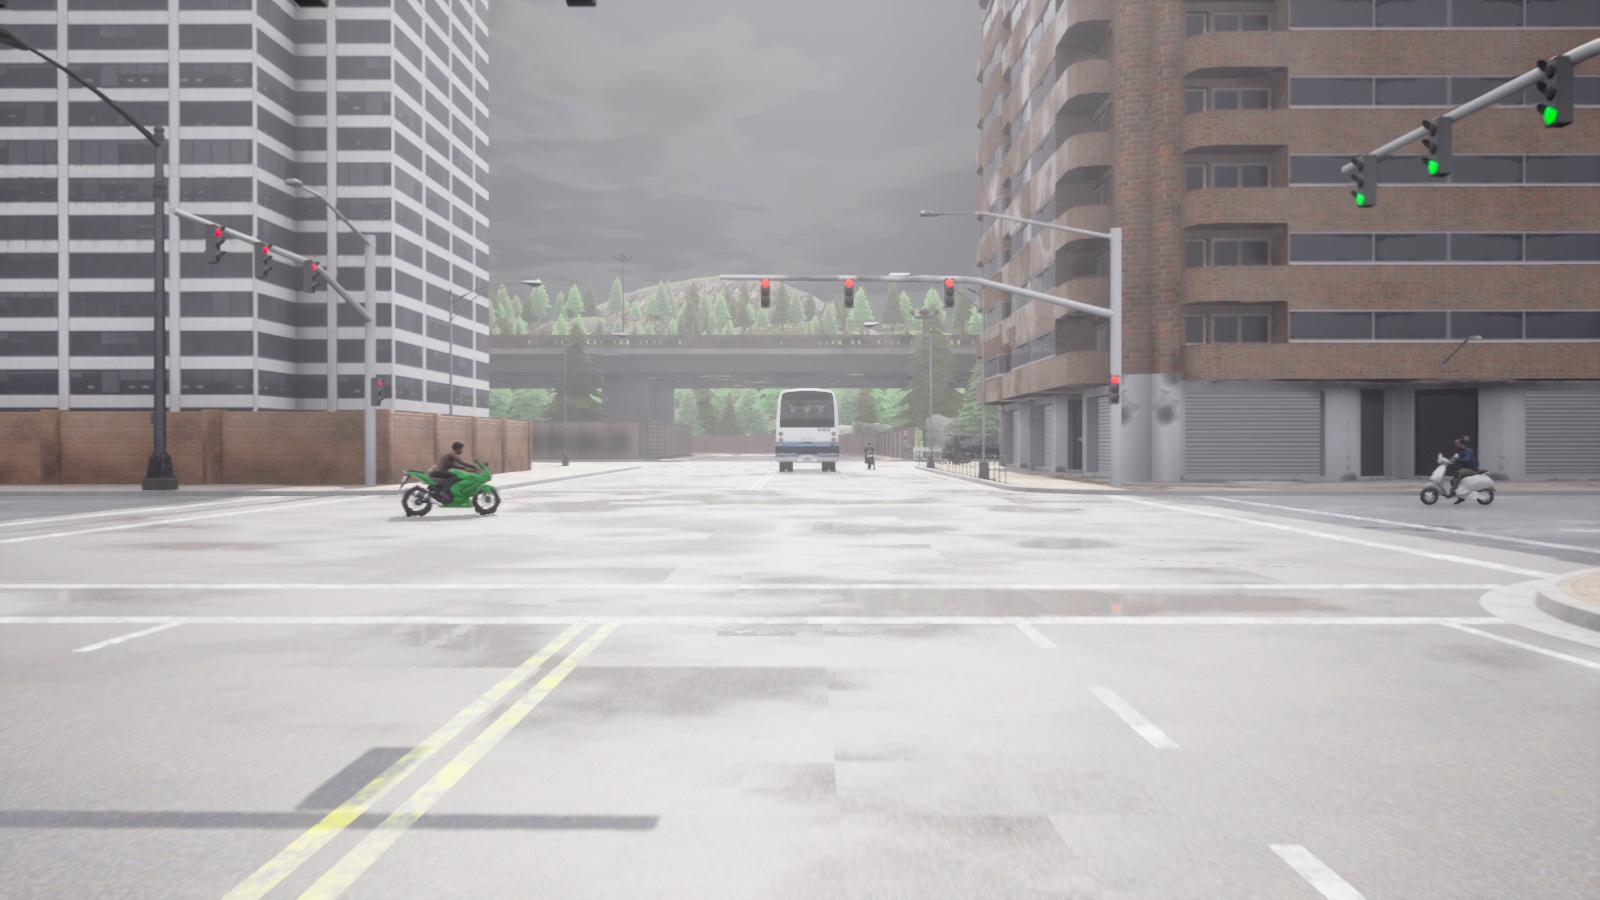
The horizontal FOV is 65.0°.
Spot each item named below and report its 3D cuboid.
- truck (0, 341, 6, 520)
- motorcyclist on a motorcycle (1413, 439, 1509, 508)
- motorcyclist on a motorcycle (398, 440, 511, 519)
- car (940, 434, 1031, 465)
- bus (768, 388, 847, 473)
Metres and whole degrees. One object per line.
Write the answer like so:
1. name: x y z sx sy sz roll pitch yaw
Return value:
1. truck: -19.441 -0.381 23.044 7.936 3.462 2.891 0 0 1
2. motorcyclist on a motorcycle: 15.602 0.545 29.666 1.817 1.590 0.866 0 0 1
3. motorcyclist on a motorcycle: -6.949 0.580 25.298 2.044 1.523 0.797 0 -1 -30
4. car: 12.208 -0.040 82.910 5.566 2.045 2.150 0 0 -7
5. bus: 0.399 -1.014 68.294 3.944 4.253 10.273 0 0 0
